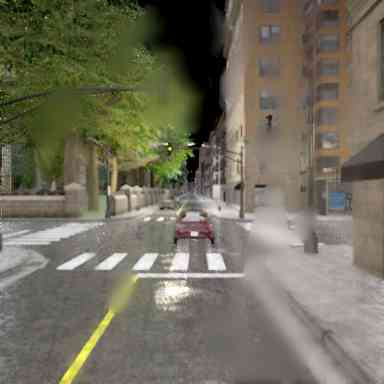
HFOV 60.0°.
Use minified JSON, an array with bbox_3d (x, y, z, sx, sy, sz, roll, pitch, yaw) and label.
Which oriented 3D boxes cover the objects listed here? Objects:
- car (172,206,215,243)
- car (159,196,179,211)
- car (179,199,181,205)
[{"bbox_3d":[0.094,1.562,16.118,1.812,1.442,4.674,0,0,0],"label":"car"},{"bbox_3d":[-3.098,1.608,42.436,2.033,1.411,5.357,0,0,0],"label":"car"},{"bbox_3d":[-3.064,1.568,59.216,1.837,1.490,4.892,0,0,1],"label":"car"}]
